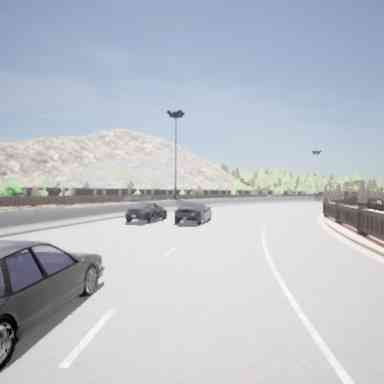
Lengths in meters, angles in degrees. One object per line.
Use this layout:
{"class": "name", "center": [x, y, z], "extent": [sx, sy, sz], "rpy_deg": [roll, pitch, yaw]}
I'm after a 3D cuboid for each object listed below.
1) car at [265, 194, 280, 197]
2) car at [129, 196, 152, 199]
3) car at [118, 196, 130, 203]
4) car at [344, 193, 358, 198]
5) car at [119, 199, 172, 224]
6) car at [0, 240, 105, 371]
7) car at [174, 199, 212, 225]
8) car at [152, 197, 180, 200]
{"class": "car", "center": [19.267, 1.124, 78.649], "extent": [5.008, 1.535, 1.882], "rpy_deg": [0, 0, -41]}
{"class": "car", "center": [-6.126, 1.386, 46.356], "extent": [1.837, 1.490, 4.892], "rpy_deg": [0, 0, 27]}
{"class": "car", "center": [-8.827, 1.354, 48.755], "extent": [2.128, 1.511, 4.902], "rpy_deg": [0, 0, 27]}
{"class": "car", "center": [30.812, 1.255, 63.885], "extent": [5.566, 2.045, 2.150], "rpy_deg": [0, 0, -41]}
{"class": "car", "center": [-3.282, 1.462, 24.475], "extent": [1.812, 1.442, 4.674], "rpy_deg": [0, 0, 16]}
{"class": "car", "center": [-3.142, 1.521, 5.480], "extent": [2.033, 1.411, 5.357], "rpy_deg": [0, 0, 4]}
{"class": "car", "center": [0.172, 1.460, 23.843], "extent": [1.837, 1.490, 4.892], "rpy_deg": [0, 0, 16]}
{"class": "car", "center": [-2.951, 1.404, 44.905], "extent": [1.837, 1.490, 4.892], "rpy_deg": [0, 0, 27]}
